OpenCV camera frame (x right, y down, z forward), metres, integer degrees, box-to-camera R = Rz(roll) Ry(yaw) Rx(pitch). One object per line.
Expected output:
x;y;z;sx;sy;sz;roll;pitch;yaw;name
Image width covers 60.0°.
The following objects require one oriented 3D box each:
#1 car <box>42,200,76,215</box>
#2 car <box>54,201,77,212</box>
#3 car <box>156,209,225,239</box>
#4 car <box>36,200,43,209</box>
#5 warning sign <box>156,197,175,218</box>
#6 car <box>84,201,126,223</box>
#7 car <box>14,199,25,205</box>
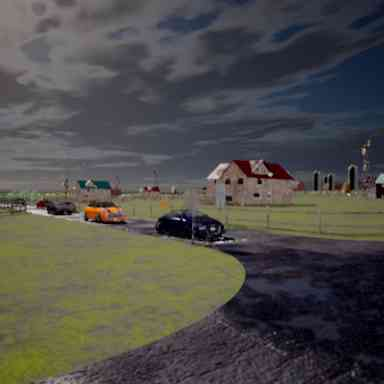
-15.259;1.891;38.225;2.033;1.411;5.357;1;-1;-36;car
-17.682;2.008;46.524;1.812;1.442;4.674;1;-1;-36;car
-0.174;1.602;17.459;1.994;1.385;4.181;1;-1;-36;car
-25.197;2.121;56.809;1.882;1.535;5.008;1;-1;-36;car
-2.372;1.355;29.569;1.300;1.860;1.060;2;-1;-36;warning sign
-7.114;1.530;27.055;2.097;1.767;4.553;1;-1;-36;car
-42.499;2.411;81.969;2.097;1.767;4.553;1;-1;-36;car
